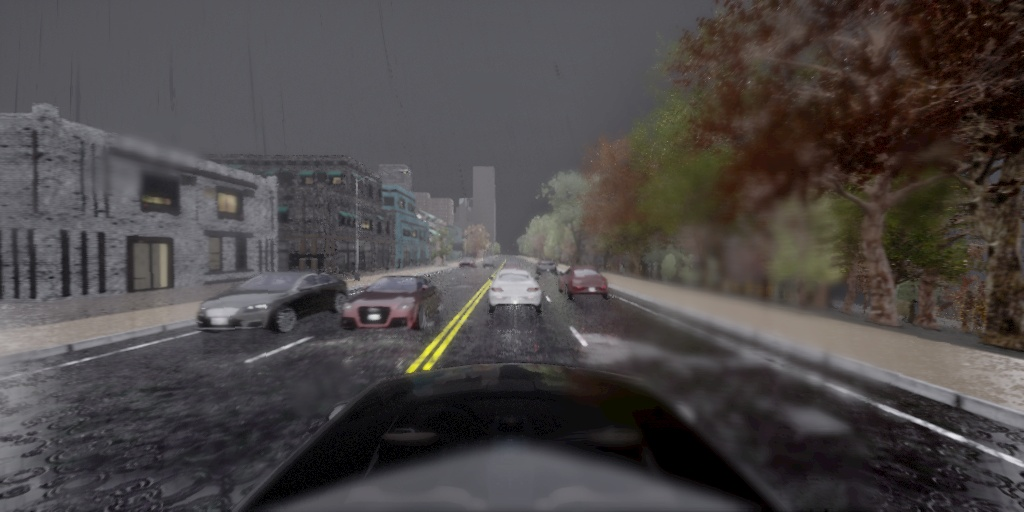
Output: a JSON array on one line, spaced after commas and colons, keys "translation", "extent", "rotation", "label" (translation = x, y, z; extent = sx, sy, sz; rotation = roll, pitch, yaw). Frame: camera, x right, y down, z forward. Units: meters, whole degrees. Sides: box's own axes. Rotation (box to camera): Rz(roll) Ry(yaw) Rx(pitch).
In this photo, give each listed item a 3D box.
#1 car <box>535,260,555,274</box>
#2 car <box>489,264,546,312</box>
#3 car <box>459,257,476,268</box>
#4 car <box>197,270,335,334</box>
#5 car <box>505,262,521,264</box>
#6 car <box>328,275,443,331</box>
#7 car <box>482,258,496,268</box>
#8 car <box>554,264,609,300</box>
[{"translation": [3.360, 1.095, 35.590], "extent": [2.128, 1.511, 4.902], "rotation": [0, 0, 0], "label": "car"}, {"translation": [0.102, 1.223, 13.829], "extent": [1.812, 1.442, 4.674], "rotation": [0, 0, 0], "label": "car"}, {"translation": [-6.552, 0.880, 53.078], "extent": [2.097, 1.767, 4.553], "rotation": [0, 0, 0], "label": "car"}, {"translation": [-6.599, 1.203, 10.565], "extent": [2.128, 1.511, 4.902], "rotation": [0, 0, 0], "label": "car"}, {"translation": [0.108, 1.209, 34.505], "extent": [1.895, 1.301, 4.718], "rotation": [0, 0, 0], "label": "car"}, {"translation": [-3.349, 1.275, 10.693], "extent": [1.994, 1.385, 4.181], "rotation": [0, 0, 0], "label": "car"}, {"translation": [-3.303, 1.033, 52.908], "extent": [1.837, 1.490, 4.892], "rotation": [0, 0, 0], "label": "car"}, {"translation": [3.342, 1.209, 17.233], "extent": [1.812, 1.442, 4.674], "rotation": [0, 0, 0], "label": "car"}]
